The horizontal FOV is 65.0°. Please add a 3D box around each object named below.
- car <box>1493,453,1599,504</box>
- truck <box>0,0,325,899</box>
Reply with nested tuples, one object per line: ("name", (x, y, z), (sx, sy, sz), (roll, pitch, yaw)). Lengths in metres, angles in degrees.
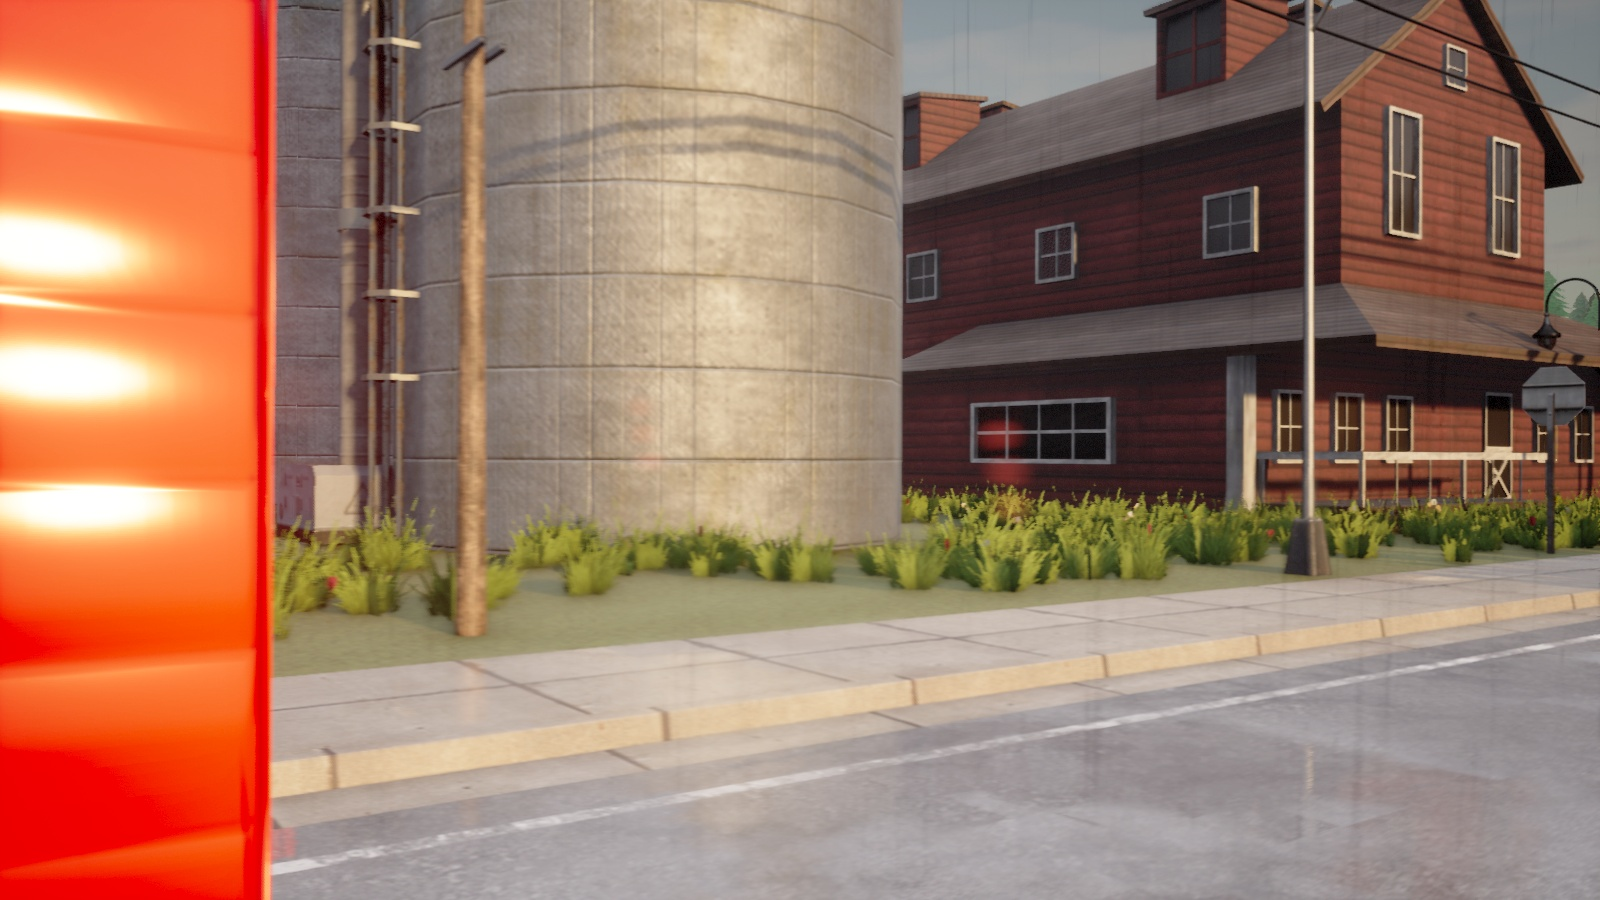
("car", (23.880, 0.833, 37.861), (1.837, 1.490, 4.892), (0, 0, -36))
("truck", (-3.481, 0.265, 1.200), (5.204, 2.467, 2.627), (0, 0, -34))
